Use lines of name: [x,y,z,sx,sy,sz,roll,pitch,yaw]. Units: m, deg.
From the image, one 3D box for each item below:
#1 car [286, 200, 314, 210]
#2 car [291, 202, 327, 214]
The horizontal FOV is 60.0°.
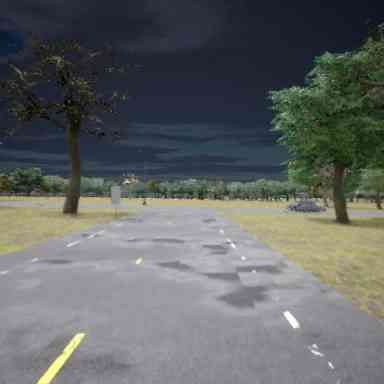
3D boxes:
car: [21.636,2.692,65.925,5.566,2.045,2.150,2,0,0]
car: [21.007,3.012,58.925,5.357,1.411,2.033,2,0,0]
